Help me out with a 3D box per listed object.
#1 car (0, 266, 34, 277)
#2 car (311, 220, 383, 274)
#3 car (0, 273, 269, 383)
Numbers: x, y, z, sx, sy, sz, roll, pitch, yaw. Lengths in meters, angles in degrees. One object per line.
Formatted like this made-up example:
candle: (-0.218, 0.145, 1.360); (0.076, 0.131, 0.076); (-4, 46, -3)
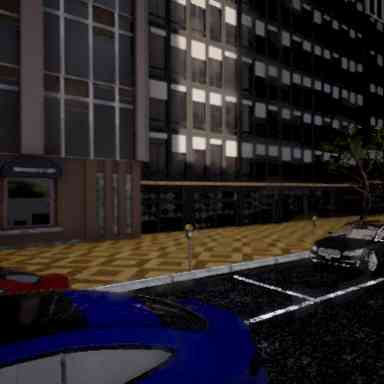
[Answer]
car: (-3.564, 1.595, 3.997); (4.206, 1.307, 1.802); (0, -1, -36)
car: (5.623, 1.617, 10.691); (4.403, 1.369, 2.008); (0, -1, -36)
car: (-1.472, 1.534, 2.182); (4.674, 1.442, 1.812); (0, 0, -36)
